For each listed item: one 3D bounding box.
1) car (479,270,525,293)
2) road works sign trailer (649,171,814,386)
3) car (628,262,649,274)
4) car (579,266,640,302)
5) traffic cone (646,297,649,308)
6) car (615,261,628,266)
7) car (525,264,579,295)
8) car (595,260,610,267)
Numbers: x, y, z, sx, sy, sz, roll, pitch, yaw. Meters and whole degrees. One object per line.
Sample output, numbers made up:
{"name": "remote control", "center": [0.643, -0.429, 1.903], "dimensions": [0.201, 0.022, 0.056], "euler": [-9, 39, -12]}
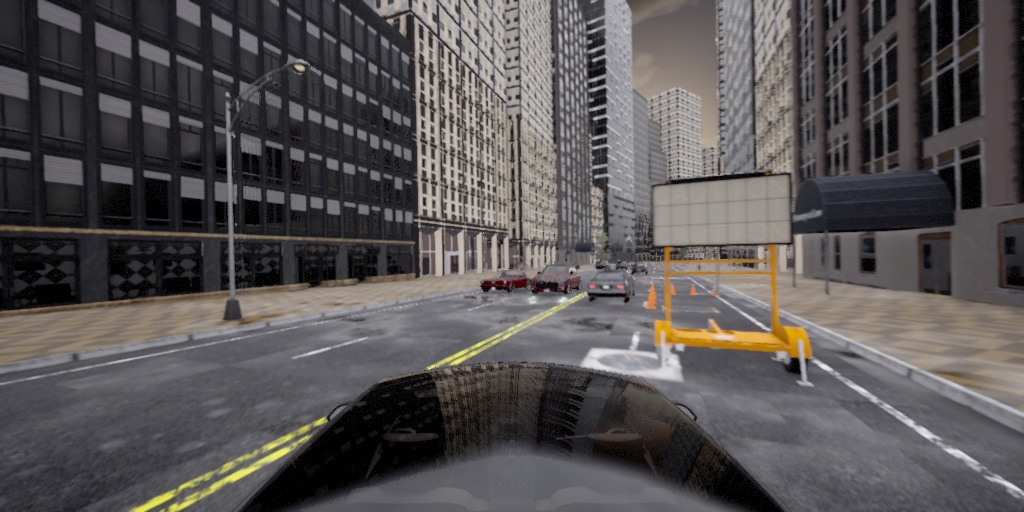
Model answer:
{"name": "car", "center": [-0.255, 1.570, 22.592], "dimensions": [1.895, 1.301, 4.718], "euler": [-1, -1, 22]}
{"name": "road works sign trailer", "center": [4.125, 0.213, 7.172], "dimensions": [2.380, 3.560, 2.880], "euler": [0, 0, 23]}
{"name": "car", "center": [15.798, 1.494, 44.297], "dimensions": [1.812, 1.442, 4.674], "euler": [-1, -1, 22]}
{"name": "car", "center": [4.967, 1.393, 17.653], "dimensions": [2.033, 1.411, 5.357], "euler": [-1, -1, 22]}
{"name": "traffic cone", "center": [5.466, 1.758, 14.152], "dimensions": [0.340, 0.580, 0.340], "euler": [0, 0, 22]}
{"name": "car", "center": [18.211, 1.593, 59.237], "dimensions": [1.837, 1.490, 4.892], "euler": [-1, -1, 23]}
{"name": "car", "center": [2.674, 1.265, 21.178], "dimensions": [2.097, 1.767, 4.553], "euler": [-1, -1, 22]}
{"name": "car", "center": [15.381, 1.497, 60.908], "dimensions": [2.097, 1.767, 4.553], "euler": [-1, -1, 23]}
